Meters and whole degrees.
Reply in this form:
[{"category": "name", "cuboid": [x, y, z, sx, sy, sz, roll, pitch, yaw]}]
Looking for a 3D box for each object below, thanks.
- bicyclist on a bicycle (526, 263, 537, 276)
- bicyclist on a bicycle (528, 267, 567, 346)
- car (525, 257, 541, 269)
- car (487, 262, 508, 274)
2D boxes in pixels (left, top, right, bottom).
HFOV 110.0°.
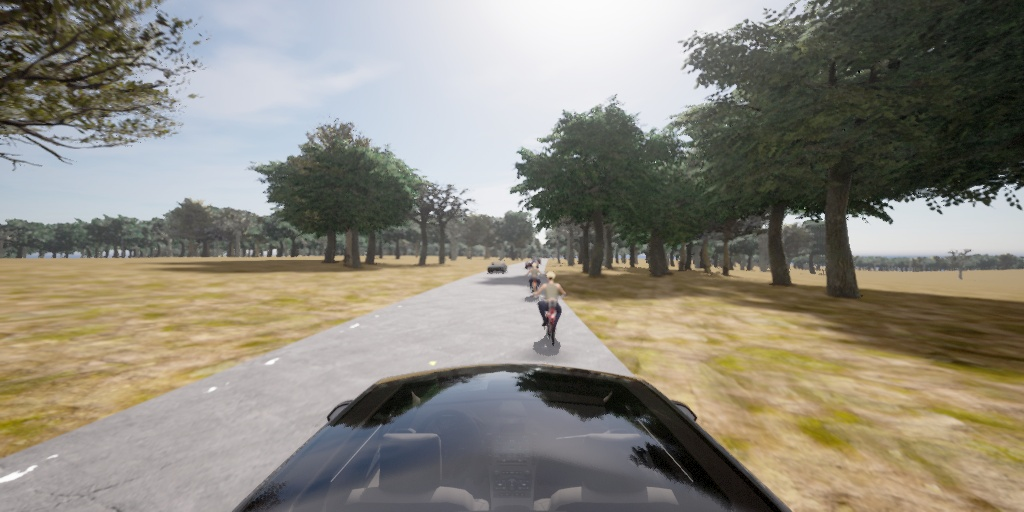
[{"category": "bicyclist on a bicycle", "cuboid": [1.071, 1.134, 17.059, 0.866, 1.612, 1.509, 0, 0, 2]}, {"category": "bicyclist on a bicycle", "cuboid": [0.895, 1.162, 8.376, 0.866, 1.612, 1.509, 0, 0, 1]}, {"category": "car", "cuboid": [3.094, 1.250, 55.436, 1.895, 1.301, 4.718, 0, 0, 6]}, {"category": "car", "cuboid": [-1.583, 1.262, 39.431, 1.895, 1.301, 4.718, 0, 0, 5]}]
